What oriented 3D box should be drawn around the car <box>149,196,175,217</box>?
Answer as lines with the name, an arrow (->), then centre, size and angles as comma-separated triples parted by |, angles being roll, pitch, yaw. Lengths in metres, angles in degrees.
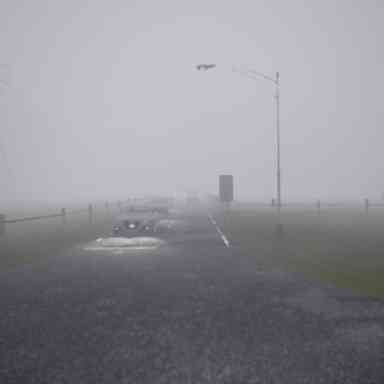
car -> -2.779, 1.201, 27.718 | 1.882, 1.535, 5.008 | -1, 1, 1

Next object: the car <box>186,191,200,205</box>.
car -> 0.117, 0.980, 48.059 | 1.882, 1.535, 5.008 | -1, 1, 0

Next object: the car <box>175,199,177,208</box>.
car -> -2.738, 1.178, 38.081 | 2.033, 1.411, 5.357 | -1, 1, 0

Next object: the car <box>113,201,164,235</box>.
car -> -2.808, 1.380, 17.539 | 1.994, 1.385, 4.181 | -1, 1, 0
